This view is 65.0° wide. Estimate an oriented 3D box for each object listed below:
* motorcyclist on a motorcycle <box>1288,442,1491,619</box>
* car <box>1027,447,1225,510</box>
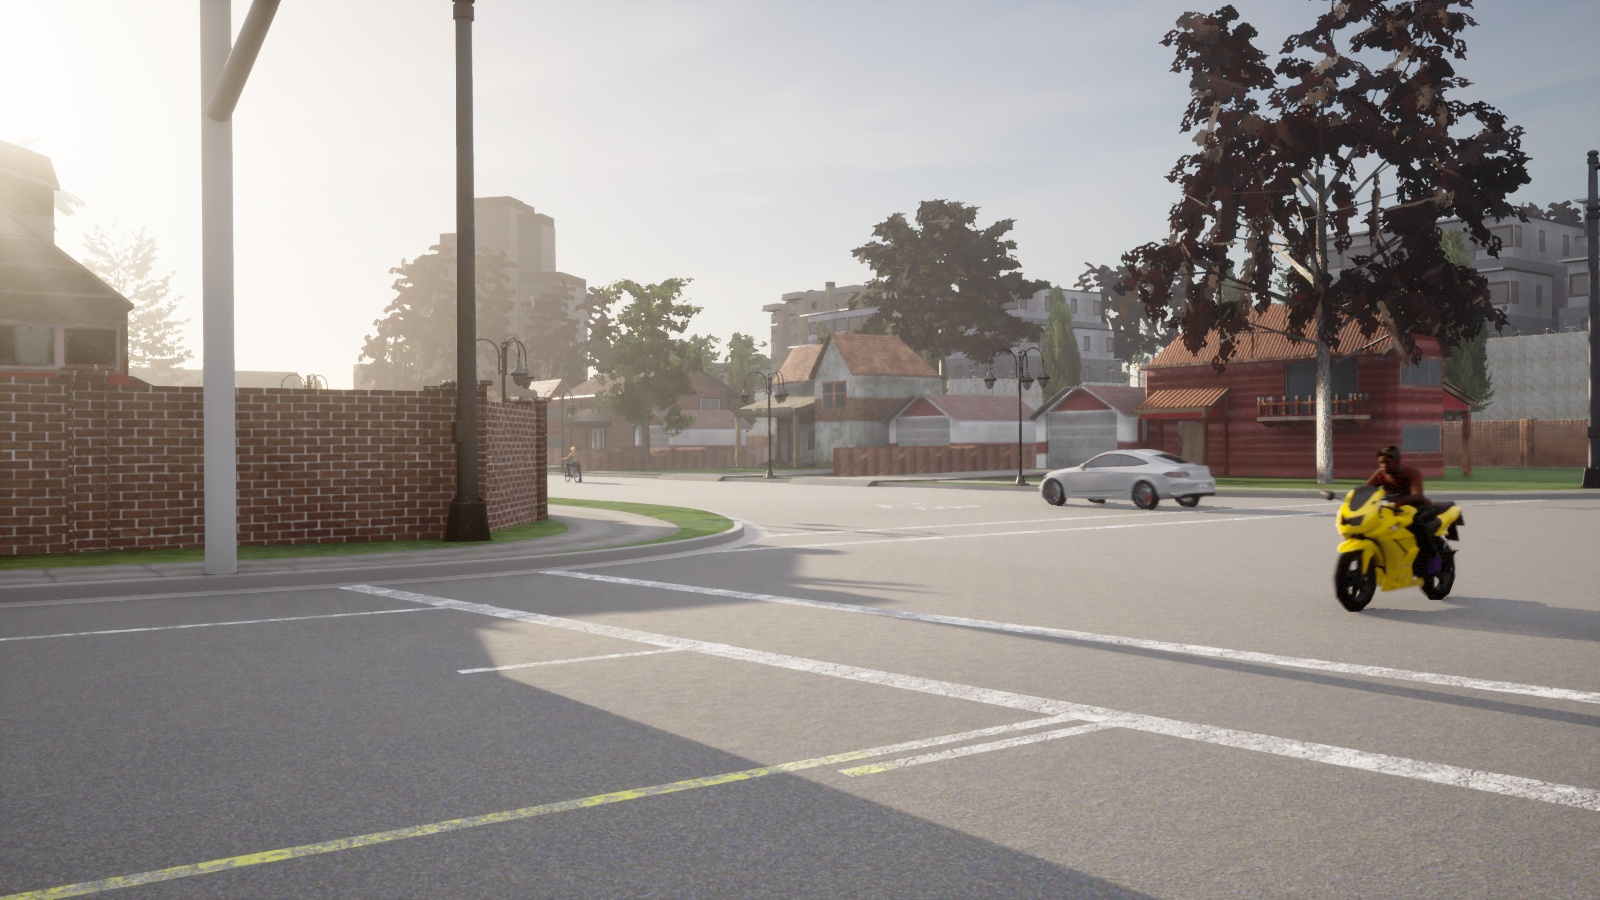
[{"bbox_3d":[5.561,0.692,11.796,2.044,1.523,0.797,-1,0,-35],"label":"motorcyclist on a motorcycle"},{"bbox_3d":[8.069,0.674,31.463,1.812,1.442,4.674,-1,0,-37],"label":"car"}]
